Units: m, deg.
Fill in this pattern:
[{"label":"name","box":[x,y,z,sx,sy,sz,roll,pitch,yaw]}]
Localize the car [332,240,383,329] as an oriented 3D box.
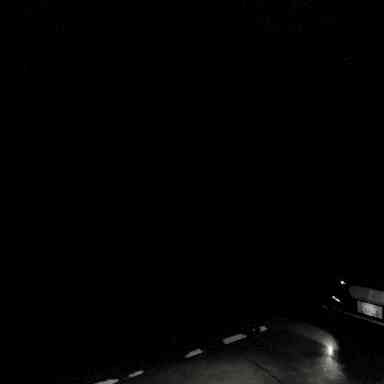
[{"label":"car","box":[4.643,1.489,6.386,4.902,1.511,2.128,0,0,-35]}]
